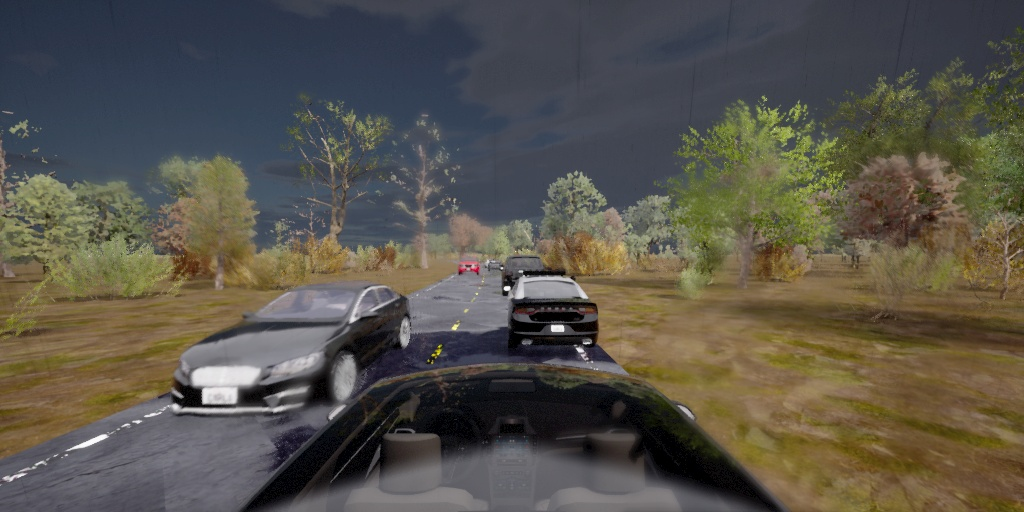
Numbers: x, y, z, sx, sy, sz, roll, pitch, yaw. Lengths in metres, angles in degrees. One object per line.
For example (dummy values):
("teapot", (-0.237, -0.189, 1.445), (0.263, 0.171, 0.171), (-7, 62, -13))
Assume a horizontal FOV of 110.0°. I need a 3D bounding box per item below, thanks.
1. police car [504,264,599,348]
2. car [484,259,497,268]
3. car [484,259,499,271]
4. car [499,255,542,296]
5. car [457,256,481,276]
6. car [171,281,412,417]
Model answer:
("police car", (0.820, 1.174, 9.399), (1.930, 1.638, 5.238), (0, 0, -1))
("car", (-3.595, 1.278, 59.848), (1.812, 1.442, 4.674), (0, 0, -8))
("car", (-2.314, 1.240, 48.050), (2.128, 1.511, 4.902), (0, 0, -5))
("car", (0.531, 0.972, 19.363), (2.150, 2.045, 5.566), (0, 0, -2))
("car", (-4.513, 0.970, 38.067), (2.150, 2.045, 5.566), (0, 0, -4))
("car", (-3.168, 1.241, 6.309), (2.128, 1.511, 4.902), (0, 0, -1))
